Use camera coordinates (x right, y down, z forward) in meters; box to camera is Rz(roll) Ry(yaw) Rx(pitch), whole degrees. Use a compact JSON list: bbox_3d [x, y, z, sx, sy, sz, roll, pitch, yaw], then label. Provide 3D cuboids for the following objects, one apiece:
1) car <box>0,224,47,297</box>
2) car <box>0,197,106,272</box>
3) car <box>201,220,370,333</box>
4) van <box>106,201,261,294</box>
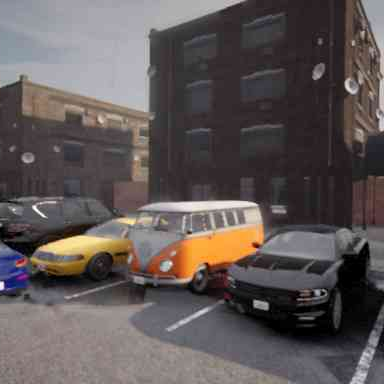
[{"bbox_3d":[-5.336,1.503,7.185,4.674,1.442,1.812,0,0,35],"label":"car"},{"bbox_3d":[-4.207,1.201,11.990,2.435,2.045,5.566,0,0,35],"label":"car"},{"bbox_3d":[2.514,1.474,7.169,2.097,1.535,5.008,0,0,35],"label":"car"},{"bbox_3d":[0.198,1.241,8.670,1.878,1.987,4.442,0,0,35],"label":"van"}]
